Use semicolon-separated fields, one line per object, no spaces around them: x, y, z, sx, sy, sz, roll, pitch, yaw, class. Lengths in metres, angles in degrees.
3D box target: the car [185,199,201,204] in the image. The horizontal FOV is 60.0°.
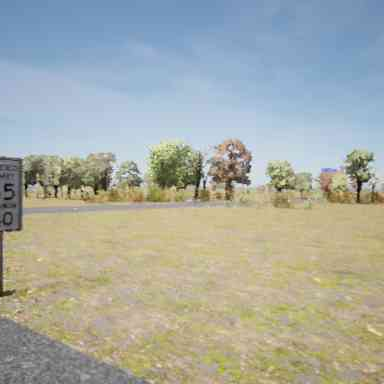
0.230;2.347;83.495;1.895;1.301;4.718;1;0;36;car
